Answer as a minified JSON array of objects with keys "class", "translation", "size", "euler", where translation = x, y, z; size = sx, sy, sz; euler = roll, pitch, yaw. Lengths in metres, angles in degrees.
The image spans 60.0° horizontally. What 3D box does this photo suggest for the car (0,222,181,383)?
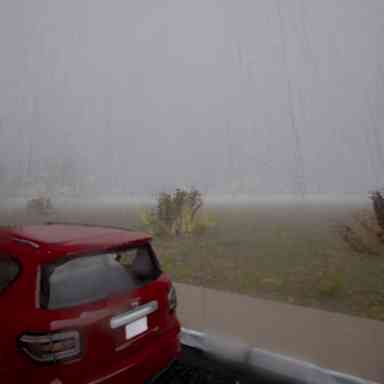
[{"class":"car","translation":[-2.455,1.355,4.456],"size":[5.009,1.841,2.192],"euler":[-1,0,36]}]
